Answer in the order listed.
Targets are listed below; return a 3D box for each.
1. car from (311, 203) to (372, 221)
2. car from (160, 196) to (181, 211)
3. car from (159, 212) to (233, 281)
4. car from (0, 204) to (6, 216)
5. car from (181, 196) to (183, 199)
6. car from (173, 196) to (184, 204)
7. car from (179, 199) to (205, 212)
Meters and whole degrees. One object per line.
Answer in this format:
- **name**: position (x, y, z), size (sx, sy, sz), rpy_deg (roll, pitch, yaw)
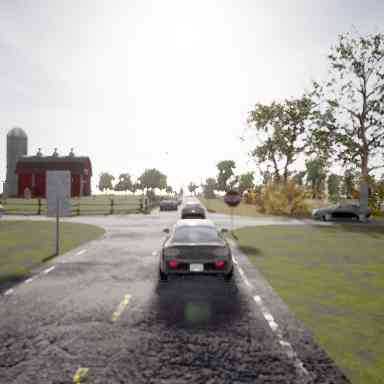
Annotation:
- **car**: position (12.991, 1.721, 29.001), size (4.902, 1.511, 2.128), rpy_deg (1, -1, 0)
- **car**: position (-2.836, 1.351, 41.525), size (2.097, 1.767, 4.553), rpy_deg (0, 0, 0)
- **car**: position (0.103, 1.522, 9.748), size (1.812, 1.442, 4.674), rpy_deg (0, 0, 0)
- **car**: position (-17.035, 1.098, 25.852), size (4.553, 1.767, 2.097), rpy_deg (1, -1, 0)
- **car**: position (-2.807, 1.510, 54.523), size (1.837, 1.490, 4.892), rpy_deg (0, 1, 0)
- **car**: position (-2.738, 1.569, 68.178), size (2.033, 1.411, 5.357), rpy_deg (0, 0, 0)
- **car**: position (0.106, 1.559, 29.467), size (1.994, 1.385, 4.181), rpy_deg (0, 0, 0)
